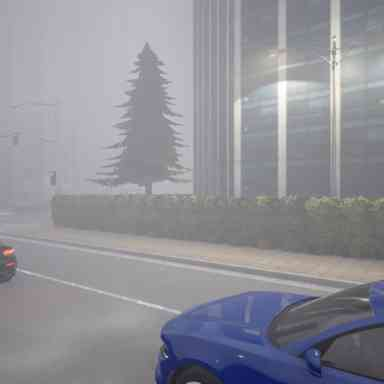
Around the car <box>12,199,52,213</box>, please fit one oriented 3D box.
[{"bbox_3d":[-17.211,1.551,37.467,2.033,1.411,5.357,0,0,36],"label":"car"}]

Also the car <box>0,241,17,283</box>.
[{"bbox_3d":[-6.202,1.527,8.375,4.674,1.442,1.812,0,0,36],"label":"car"}]

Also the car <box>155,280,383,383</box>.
[{"bbox_3d":[1.924,1.478,2.621,5.008,1.535,1.882,0,0,36],"label":"car"}]
